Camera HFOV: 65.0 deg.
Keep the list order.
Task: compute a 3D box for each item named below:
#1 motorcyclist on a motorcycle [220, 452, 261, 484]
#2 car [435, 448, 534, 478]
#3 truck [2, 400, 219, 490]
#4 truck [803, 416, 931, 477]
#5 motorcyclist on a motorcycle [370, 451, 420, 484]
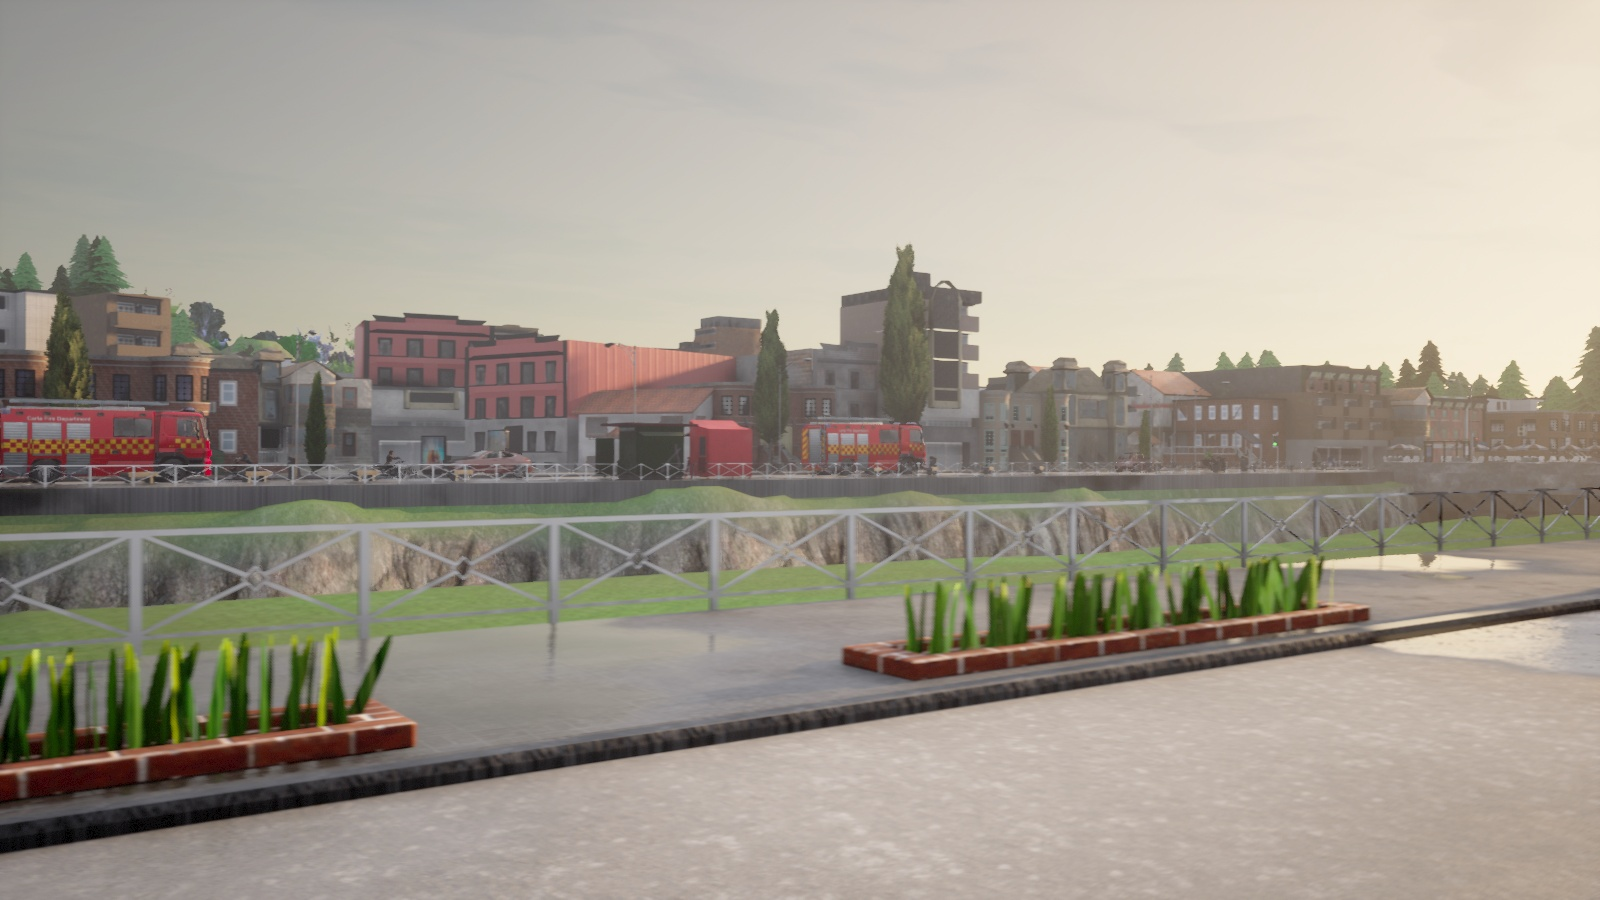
[{"bbox_3d":[-28.677,0.917,64.350,1.817,1.590,0.866,0,0,-35],"label":"motorcyclist on a motorcycle"},{"bbox_3d":[-18.010,0.738,71.783,5.027,1.651,2.152,0,0,-35],"label":"car"},{"bbox_3d":[-31.489,-0.212,57.523,8.468,3.827,2.891,0,0,-35],"label":"truck"},{"bbox_3d":[4.469,-0.227,82.567,8.468,3.827,2.891,0,0,-35],"label":"truck"},{"bbox_3d":[-20.912,0.898,64.886,2.350,1.649,0.766,0,0,-35],"label":"motorcyclist on a motorcycle"}]
